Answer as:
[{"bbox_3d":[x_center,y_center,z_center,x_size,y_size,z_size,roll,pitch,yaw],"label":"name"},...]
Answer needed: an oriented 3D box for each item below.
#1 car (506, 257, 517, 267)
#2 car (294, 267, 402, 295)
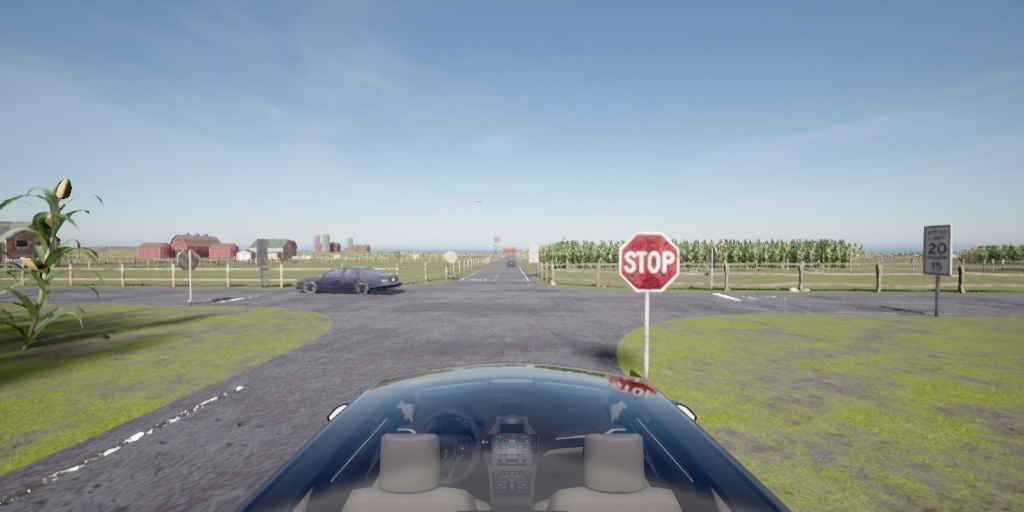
[{"bbox_3d":[-0.132,1.150,63.458,2.128,1.511,4.902,0,0,0],"label":"car"},{"bbox_3d":[-8.722,1.278,19.194,5.357,1.411,2.033,0,1,10],"label":"car"}]
